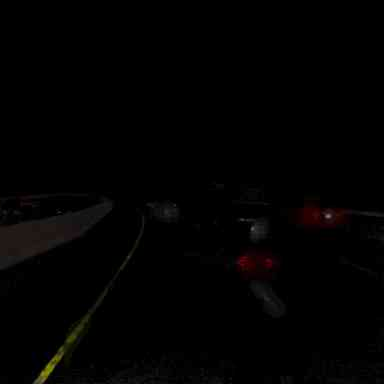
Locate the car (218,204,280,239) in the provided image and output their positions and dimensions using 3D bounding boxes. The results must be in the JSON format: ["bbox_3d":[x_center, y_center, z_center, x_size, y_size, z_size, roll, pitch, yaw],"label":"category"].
[{"bbox_3d":[2.589,1.480,17.388,2.128,1.511,4.902,0,0,-5],"label":"car"}]

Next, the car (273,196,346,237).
[{"bbox_3d":[6.060,1.204,18.076,2.150,2.045,5.566,0,0,-6],"label":"car"}]

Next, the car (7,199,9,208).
[{"bbox_3d":[-24.181,1.509,45.278,2.128,1.511,4.902,0,0,-15],"label":"car"}]

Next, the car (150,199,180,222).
[{"bbox_3d":[-2.113,1.555,26.710,1.994,1.385,4.181,0,0,-8],"label":"car"}]

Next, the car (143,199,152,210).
[{"bbox_3d":[-5.241,1.591,42.638,1.895,1.301,4.718,0,0,-13],"label":"car"}]

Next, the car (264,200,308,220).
[{"bbox_3d":[8.119,1.479,29.272,1.837,1.490,4.892,0,0,-9],"label":"car"}]
